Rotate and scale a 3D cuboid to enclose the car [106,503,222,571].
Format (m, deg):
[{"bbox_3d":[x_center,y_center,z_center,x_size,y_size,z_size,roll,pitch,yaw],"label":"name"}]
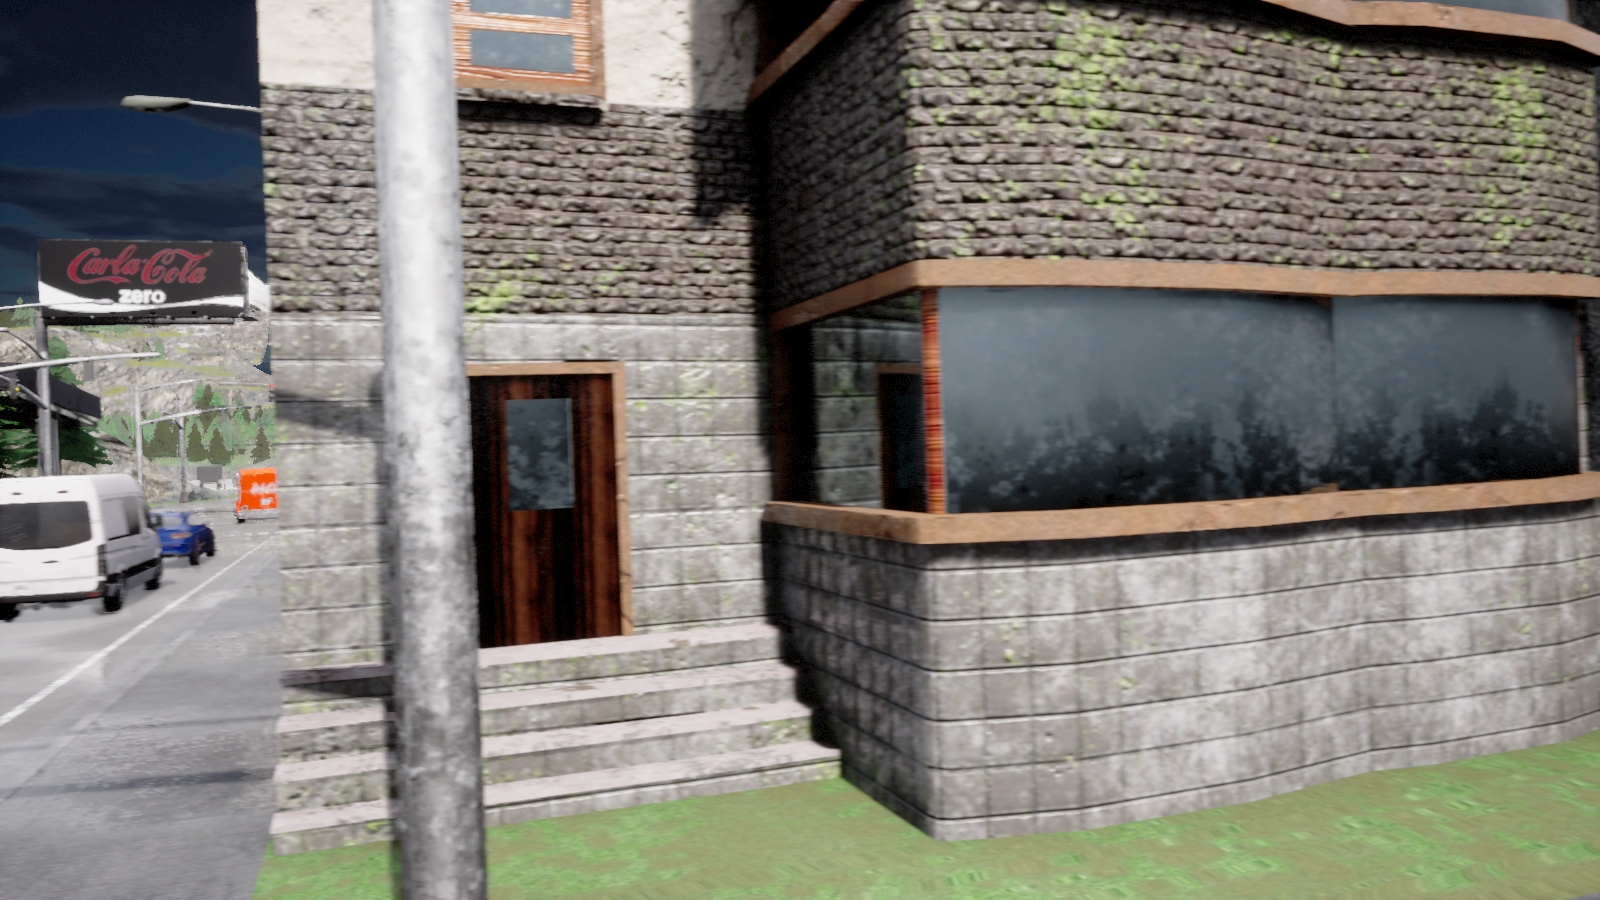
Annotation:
[{"bbox_3d":[-17.268,2.310,31.249,2.002,1.442,4.674,-2,0,-20],"label":"car"}]

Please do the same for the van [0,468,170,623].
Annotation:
[{"bbox_3d":[-14.235,1.701,22.709,1.988,2.561,5.915,-2,0,-20],"label":"van"}]

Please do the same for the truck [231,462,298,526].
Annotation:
[{"bbox_3d":[-26.241,2.075,55.893,2.627,2.467,5.204,-3,5,-27],"label":"truck"}]
